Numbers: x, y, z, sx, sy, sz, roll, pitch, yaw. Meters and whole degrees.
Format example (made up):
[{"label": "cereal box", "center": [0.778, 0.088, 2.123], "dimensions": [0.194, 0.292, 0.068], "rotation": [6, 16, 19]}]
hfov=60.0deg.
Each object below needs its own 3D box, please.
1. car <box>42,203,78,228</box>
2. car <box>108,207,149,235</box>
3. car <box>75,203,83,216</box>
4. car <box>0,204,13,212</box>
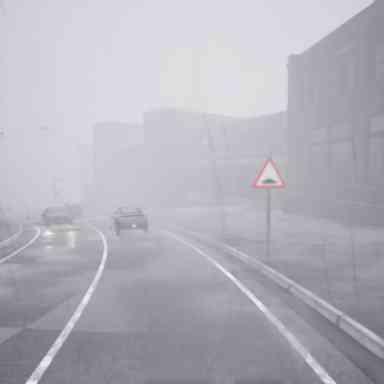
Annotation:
[{"label": "car", "center": [-10.762, 1.906, 26.464], "dimensions": [1.882, 1.535, 5.008], "rotation": [-2, 0, -29]}, {"label": "car", "center": [-3.924, 1.643, 20.210], "dimensions": [2.128, 1.511, 4.902], "rotation": [-2, 0, -19]}, {"label": "car", "center": [-13.996, 2.039, 37.855], "dimensions": [2.128, 1.511, 4.902], "rotation": [-4, 1, -38]}, {"label": "car", "center": [-34.960, 3.004, 62.437], "dimensions": [1.812, 1.442, 4.674], "rotation": [-2, 0, -22]}]
